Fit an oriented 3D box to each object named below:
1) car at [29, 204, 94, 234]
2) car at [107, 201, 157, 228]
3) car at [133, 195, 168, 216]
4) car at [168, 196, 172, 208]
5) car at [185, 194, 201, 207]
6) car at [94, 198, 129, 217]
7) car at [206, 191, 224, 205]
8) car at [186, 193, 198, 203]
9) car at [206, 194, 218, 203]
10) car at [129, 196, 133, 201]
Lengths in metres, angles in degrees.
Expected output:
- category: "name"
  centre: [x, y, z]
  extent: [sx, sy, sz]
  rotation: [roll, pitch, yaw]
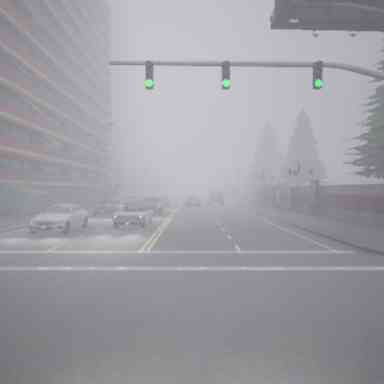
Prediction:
- category: "car"
  centre: [-7.091, 1.387, 18.212]
  extent: [1.812, 1.442, 4.674]
  rotation: [0, 0, 0]
- category: "car"
  centre: [-3.584, 1.443, 20.759]
  extent: [1.895, 1.301, 4.718]
  rotation: [0, 0, 0]
- category: "car"
  centre: [-3.576, 1.128, 29.751]
  extent: [2.097, 1.767, 4.553]
  rotation: [0, 0, 0]
- category: "car"
  centre: [-3.559, 1.197, 40.795]
  extent: [1.837, 1.490, 4.892]
  rotation: [0, 0, 0]
- category: "car"
  centre: [0.099, 1.240, 42.771]
  extent: [1.994, 1.385, 4.181]
  rotation: [0, 0, 0]
- category: "car"
  centre: [-7.083, 1.288, 28.626]
  extent: [1.837, 1.490, 4.892]
  rotation: [0, 0, 0]
- category: "car"
  centre: [3.498, 0.852, 48.946]
  extent: [2.150, 2.045, 5.566]
  rotation: [0, 0, 0]
- category: "car"
  centre: [-0.003, 1.049, 58.643]
  extent: [2.128, 1.511, 4.902]
  rotation: [0, 0, 0]
- category: "car"
  centre: [3.497, 1.083, 58.581]
  extent: [1.812, 1.442, 4.674]
  rotation: [0, 0, 0]
- category: "car"
  centre: [-7.057, 1.163, 41.623]
  extent: [1.882, 1.535, 5.008]
  rotation: [0, 1, 0]
